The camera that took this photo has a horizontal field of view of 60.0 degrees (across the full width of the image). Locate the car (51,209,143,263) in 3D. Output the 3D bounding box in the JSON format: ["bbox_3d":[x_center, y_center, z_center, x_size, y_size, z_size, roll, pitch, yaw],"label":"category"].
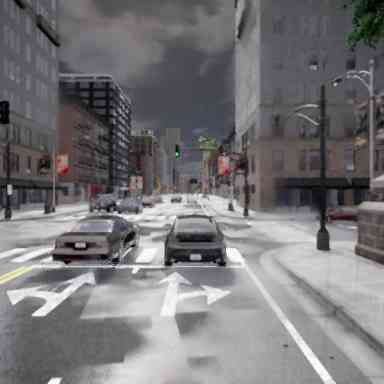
[{"bbox_3d":[-3.151,1.549,11.899,2.033,1.411,5.357,0,0,0],"label":"car"}]

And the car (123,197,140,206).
[{"bbox_3d":[-9.784,1.583,54.273,1.895,1.301,4.718,0,0,0],"label":"car"}]

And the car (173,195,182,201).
[{"bbox_3d":[-3.253,1.375,77.090,1.895,1.301,4.718,0,0,0],"label":"car"}]

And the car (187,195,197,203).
[{"bbox_3d":[-0.003,1.489,67.058,1.812,1.442,4.674,0,0,0],"label":"car"}]

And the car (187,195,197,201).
[{"bbox_3d":[-0.003,1.320,77.060,2.033,1.411,5.357,0,0,0],"label":"car"}]

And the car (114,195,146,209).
[{"bbox_3d":[-6.564,1.351,35.519,2.097,1.767,4.553,0,0,-1],"label":"car"}]

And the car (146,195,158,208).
[{"bbox_3d":[-6.580,1.466,48.468,1.882,1.535,5.008,0,1,0],"label":"car"}]

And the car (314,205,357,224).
[{"bbox_3d":[11.296,1.634,24.706,4.206,1.307,1.802,0,0,2],"label":"car"}]

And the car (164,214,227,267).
[{"bbox_3d":[0.099,1.507,11.408,1.837,1.490,4.892,0,0,0],"label":"car"}]

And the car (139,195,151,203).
[{"bbox_3d":[-9.754,1.427,69.495,1.837,1.490,4.892,0,0,0],"label":"car"}]

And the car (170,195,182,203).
[{"bbox_3d":[-3.252,1.489,67.058,1.812,1.442,4.674,0,0,0],"label":"car"}]

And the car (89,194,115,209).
[{"bbox_3d":[-9.846,1.220,37.293,2.150,2.045,5.566,0,0,-1],"label":"car"}]

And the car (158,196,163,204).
[{"bbox_3d":[-6.529,1.474,63.417,1.837,1.490,4.892,0,0,1],"label":"car"}]
